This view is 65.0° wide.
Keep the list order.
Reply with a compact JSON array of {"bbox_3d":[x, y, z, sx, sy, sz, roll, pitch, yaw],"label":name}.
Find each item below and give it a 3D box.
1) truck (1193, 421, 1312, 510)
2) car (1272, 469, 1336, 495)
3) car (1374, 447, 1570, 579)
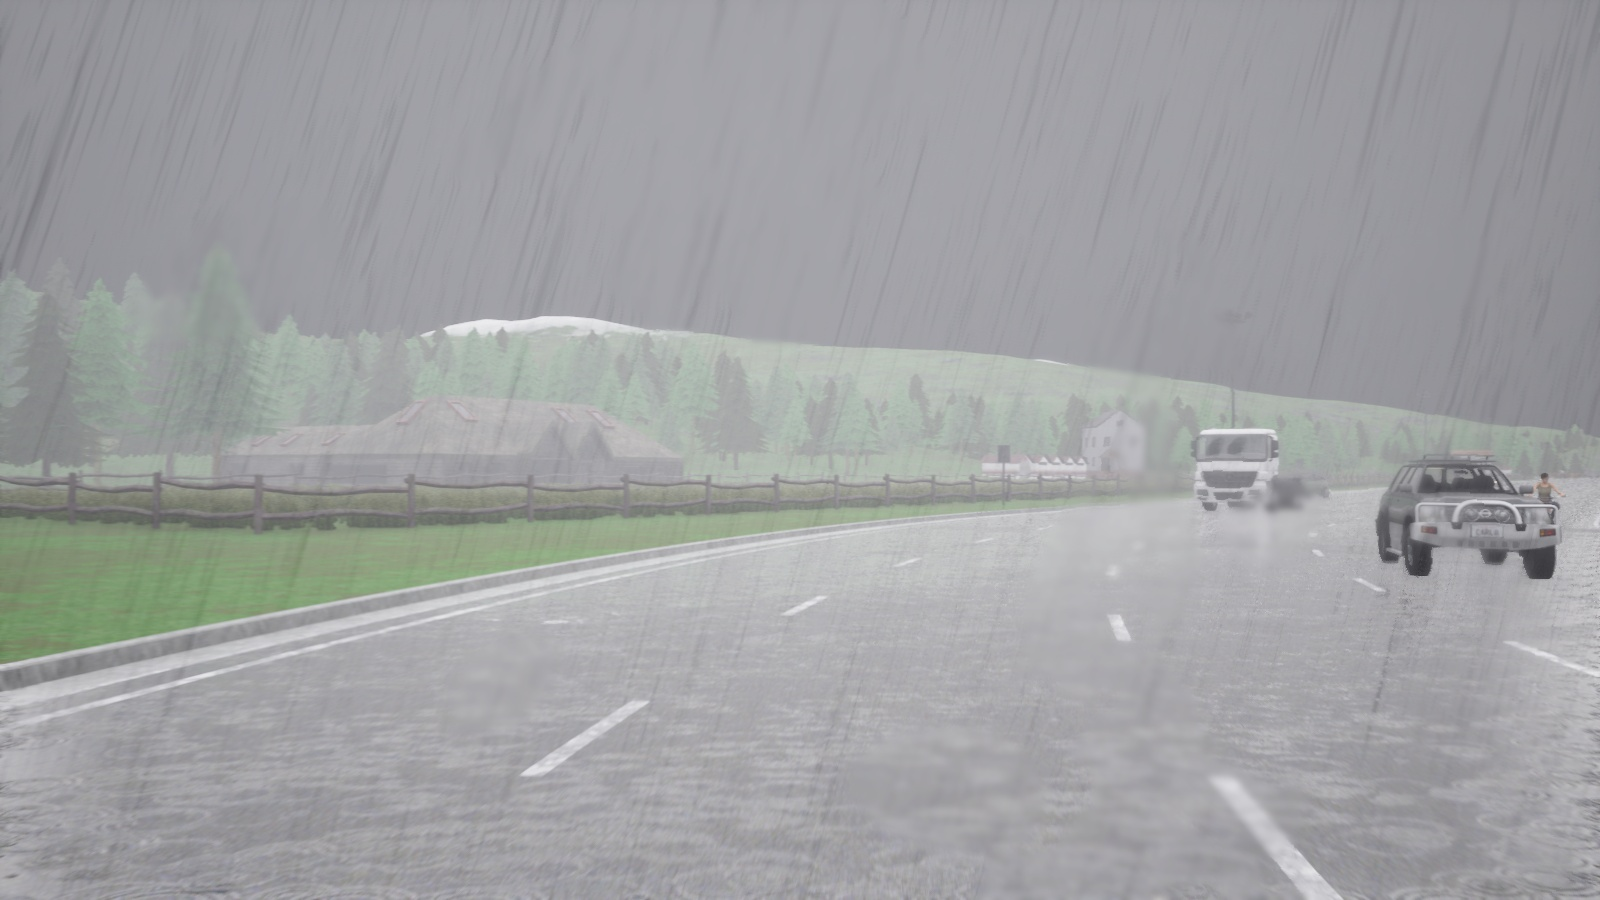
[{"bbox_3d":[19.170,0.658,52.879,2.891,3.462,7.936,-1,-1,33],"label":"truck"},{"bbox_3d":[30.520,1.939,76.018,2.007,1.525,4.514,-1,-1,44],"label":"car"},{"bbox_3d":[10.609,0.936,20.197,1.932,1.855,4.605,-1,-1,17],"label":"car"}]
